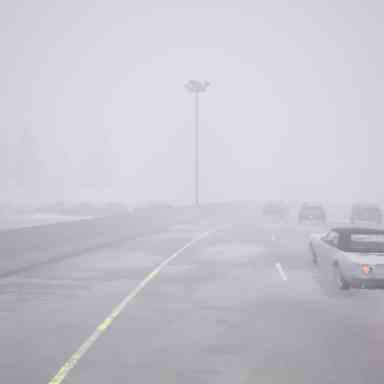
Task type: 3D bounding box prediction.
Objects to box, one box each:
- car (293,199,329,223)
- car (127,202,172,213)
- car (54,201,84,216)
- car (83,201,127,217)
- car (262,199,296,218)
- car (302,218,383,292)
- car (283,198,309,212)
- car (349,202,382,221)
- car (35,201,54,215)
[{"bbox_3d":[9.070,1.491,24.867,2.128,1.511,4.902,0,0,23],"label":"car"},{"bbox_3d":[-3.714,1.601,31.119,1.895,1.301,4.718,0,0,24],"label":"car"},{"bbox_3d":[-10.777,1.564,32.195,1.994,1.385,4.181,0,0,22],"label":"car"},{"bbox_3d":[-7.622,1.564,30.703,1.994,1.385,4.181,0,0,22],"label":"car"},{"bbox_3d":[7.774,1.491,30.414,2.128,1.511,4.902,0,0,26],"label":"car"},{"bbox_3d":[4.427,1.600,8.783,1.895,1.301,4.718,0,0,8],"label":"car"},{"bbox_3d":[12.749,1.547,40.342,2.033,1.411,5.357,0,0,28],"label":"car"},{"bbox_3d":[12.906,1.477,24.910,1.882,1.535,5.008,0,0,24],"label":"car"},{"bbox_3d":[-13.840,1.564,33.948,1.994,1.385,4.181,0,0,22],"label":"car"}]
